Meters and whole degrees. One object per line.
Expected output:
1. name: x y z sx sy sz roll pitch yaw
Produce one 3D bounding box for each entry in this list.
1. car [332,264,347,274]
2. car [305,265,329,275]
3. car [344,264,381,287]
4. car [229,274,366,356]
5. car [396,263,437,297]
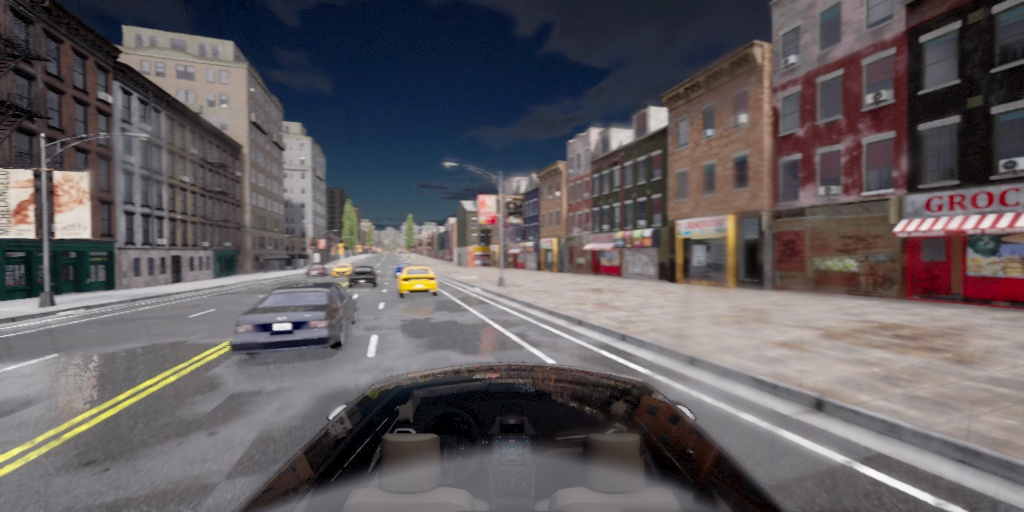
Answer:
1. car: -19.575 1.665 41.728 1.882 1.535 5.008 -1 0 -18
2. car: -23.588 1.779 43.509 1.812 1.442 4.674 -1 0 -18
3. car: -10.889 1.487 26.499 1.837 1.490 4.892 -1 0 -18
4. car: -5.071 1.377 9.056 2.033 1.411 5.357 -1 0 -18
5. car: -5.336 1.340 20.053 1.882 1.535 5.008 -1 0 -18
